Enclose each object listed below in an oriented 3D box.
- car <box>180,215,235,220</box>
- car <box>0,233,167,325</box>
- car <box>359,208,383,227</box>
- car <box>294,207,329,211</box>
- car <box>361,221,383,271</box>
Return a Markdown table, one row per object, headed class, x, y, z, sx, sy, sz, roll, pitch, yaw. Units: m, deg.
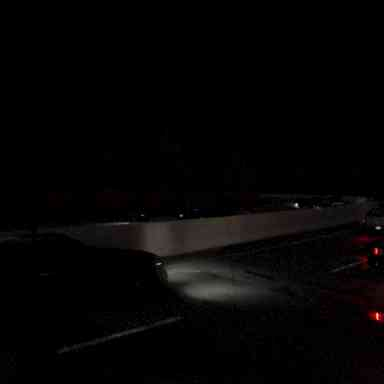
| class | x | y | z | sx | sy | sz | roll | pitch | yaw |
| --- | --- | --- | --- | --- | --- | --- | --- | --- | --- |
| car | 1.227 | 1.184 | 23.777 | 2.150 | 2.045 | 5.566 | 0 | 0 | 45 |
| car | -2.693 | 1.525 | 6.325 | 4.674 | 1.442 | 1.812 | 0 | 0 | -37 |
| car | 11.011 | 1.541 | 18.552 | 1.895 | 1.301 | 4.718 | 0 | 0 | 43 |
| car | 10.730 | 1.277 | 29.321 | 2.097 | 1.767 | 4.553 | 0 | 0 | 38 |
| car | 6.929 | 1.566 | 9.660 | 4.718 | 1.301 | 1.895 | 0 | 0 | -42 |
